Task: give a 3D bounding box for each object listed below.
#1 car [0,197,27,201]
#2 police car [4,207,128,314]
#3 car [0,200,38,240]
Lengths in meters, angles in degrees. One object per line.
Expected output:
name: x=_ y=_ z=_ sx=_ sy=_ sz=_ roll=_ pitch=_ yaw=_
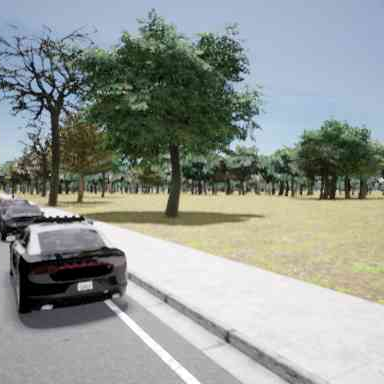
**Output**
car: x=-11.394 y=1.190 z=21.389 sx=2.097 sy=1.767 sz=4.553 roll=0 pitch=0 yaw=-31
police car: x=-3.152 y=1.370 z=7.839 sx=1.930 sy=1.638 sz=5.238 roll=0 pitch=0 yaw=-31
car: x=-8.292 y=1.383 z=16.289 sx=1.837 sy=1.490 sz=4.892 roll=0 pitch=0 yaw=-31
